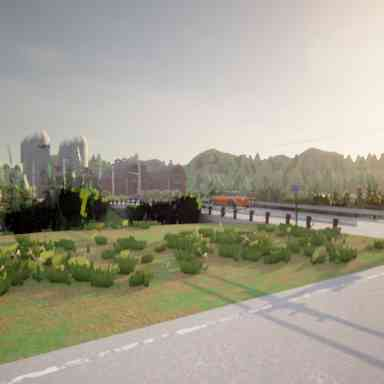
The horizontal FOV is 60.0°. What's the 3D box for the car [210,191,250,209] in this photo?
[{"bbox_3d":[3.835,0.717,34.481,2.097,1.767,4.553,0,2,-33],"label":"car"}]
